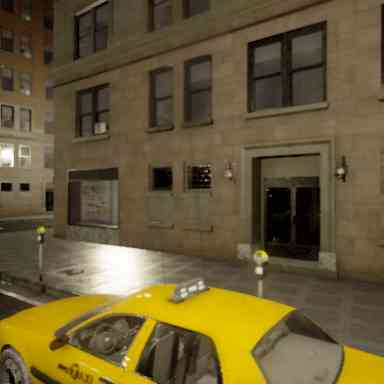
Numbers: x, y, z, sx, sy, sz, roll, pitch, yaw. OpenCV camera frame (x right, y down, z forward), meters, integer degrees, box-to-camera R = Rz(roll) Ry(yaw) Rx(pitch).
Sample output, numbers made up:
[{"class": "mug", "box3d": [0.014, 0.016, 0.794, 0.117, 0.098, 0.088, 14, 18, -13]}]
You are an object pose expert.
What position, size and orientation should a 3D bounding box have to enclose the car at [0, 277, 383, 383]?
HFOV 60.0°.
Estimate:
[{"class": "car", "box3d": [-0.238, 1.526, 3.249, 4.829, 1.417, 1.752, 0, 0, 36]}]
